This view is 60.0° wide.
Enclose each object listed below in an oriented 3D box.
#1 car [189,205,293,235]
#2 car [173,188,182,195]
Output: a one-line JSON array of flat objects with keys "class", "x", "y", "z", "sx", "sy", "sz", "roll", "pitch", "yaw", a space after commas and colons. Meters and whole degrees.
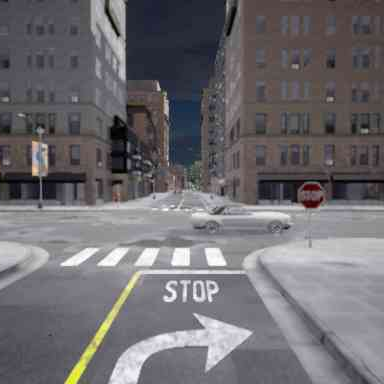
[{"class": "car", "x": 2.236, "y": 1.274, "z": 15.775, "sx": 4.718, "sy": 1.301, "sz": 1.895, "roll": 0, "pitch": 1, "yaw": 0}, {"class": "car", "x": -3.112, "y": -0.203, "z": 72.798, "sx": 2.128, "sy": 1.511, "sz": 4.902, "roll": 0, "pitch": 1, "yaw": -2}]
